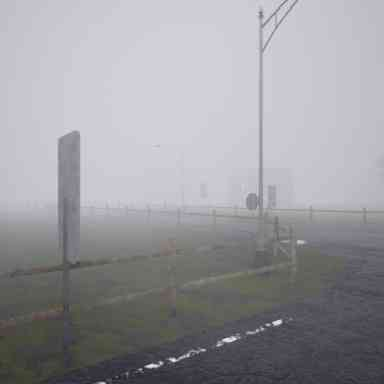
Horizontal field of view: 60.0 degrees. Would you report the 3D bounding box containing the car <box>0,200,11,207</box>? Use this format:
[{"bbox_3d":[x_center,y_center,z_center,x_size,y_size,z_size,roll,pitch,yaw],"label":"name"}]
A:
[{"bbox_3d":[-43.082,2.666,75.836,5.008,1.535,1.882,-1,-1,40],"label":"car"}]

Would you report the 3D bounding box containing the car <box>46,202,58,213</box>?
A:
[{"bbox_3d":[-20.144,2.248,49.489,2.128,1.511,4.902,0,-1,-42],"label":"car"}]
